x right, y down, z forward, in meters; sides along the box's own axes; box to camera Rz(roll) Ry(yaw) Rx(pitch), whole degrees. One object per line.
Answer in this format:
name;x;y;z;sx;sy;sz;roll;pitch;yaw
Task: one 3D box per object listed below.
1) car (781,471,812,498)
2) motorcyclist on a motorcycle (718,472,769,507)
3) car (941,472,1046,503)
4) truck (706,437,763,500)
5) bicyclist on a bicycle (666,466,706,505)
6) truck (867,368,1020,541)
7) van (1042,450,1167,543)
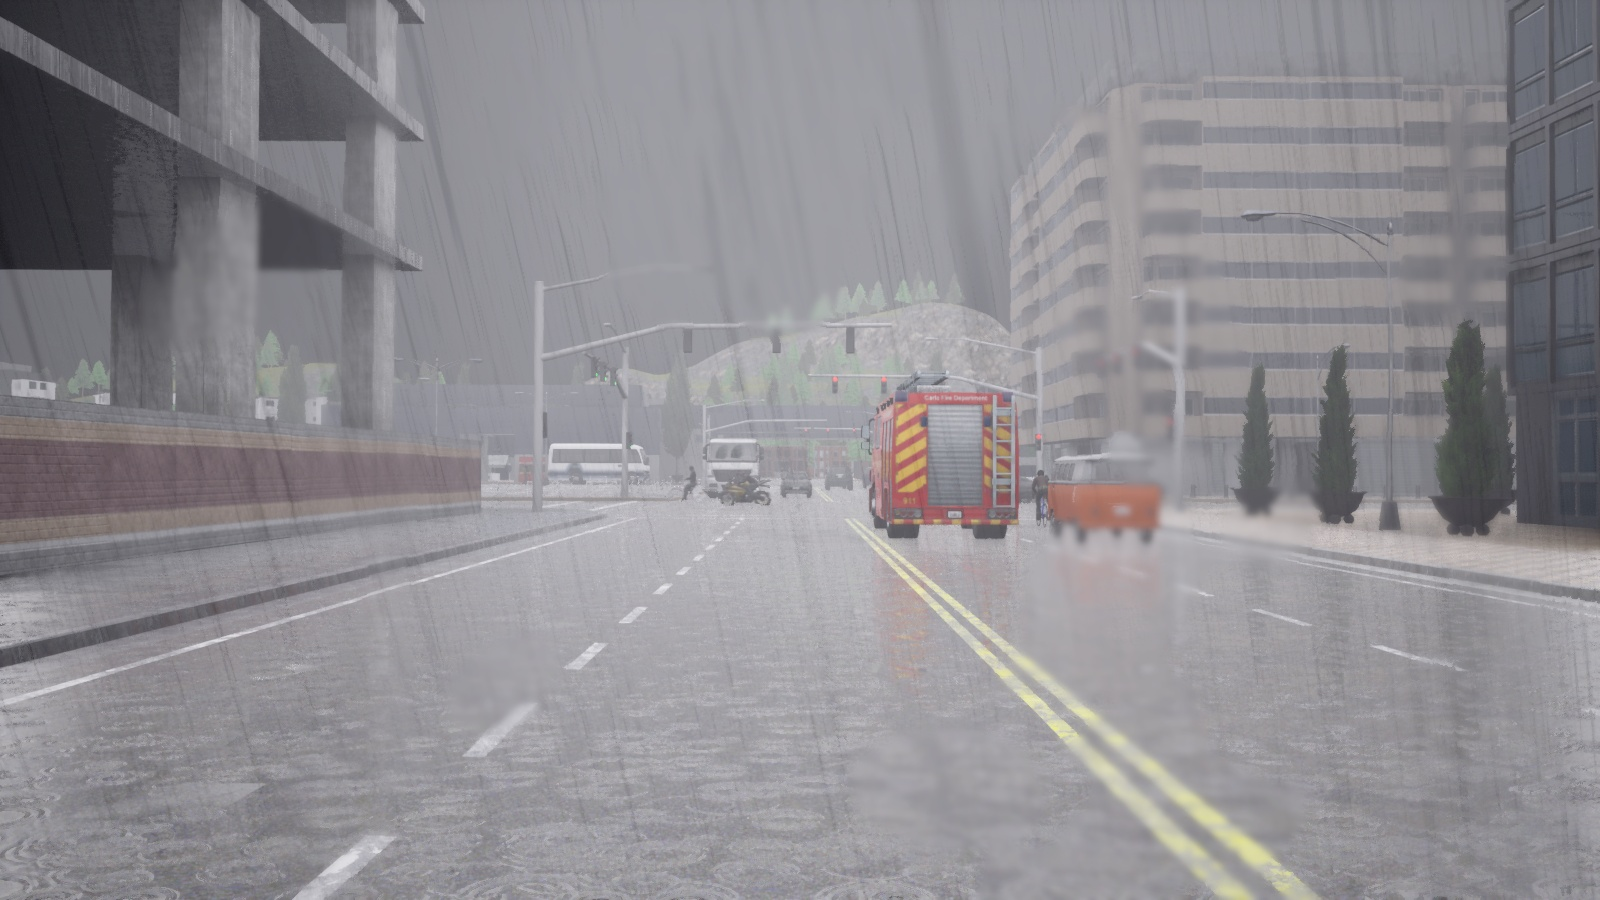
car;-0.190;2.029;73.717;1.789;1.549;3.705;0;-1;0
motorcyclist on a motorcycle;-2.487;1.757;55.488;2.191;1.530;0.866;0;-1;-1
car;9.413;1.799;61.110;4.674;1.442;1.812;-1;-1;29
truck;-3.691;1.064;72.659;2.891;3.462;7.936;0;-1;0
bicyclist on a bicycle;-5.358;1.660;58.942;1.843;1.776;0.659;0;-1;-1
truck;3.412;0.173;32.061;2.891;3.827;8.468;0;-1;0
van;6.924;1.026;29.001;1.775;1.987;4.442;0;-1;0
